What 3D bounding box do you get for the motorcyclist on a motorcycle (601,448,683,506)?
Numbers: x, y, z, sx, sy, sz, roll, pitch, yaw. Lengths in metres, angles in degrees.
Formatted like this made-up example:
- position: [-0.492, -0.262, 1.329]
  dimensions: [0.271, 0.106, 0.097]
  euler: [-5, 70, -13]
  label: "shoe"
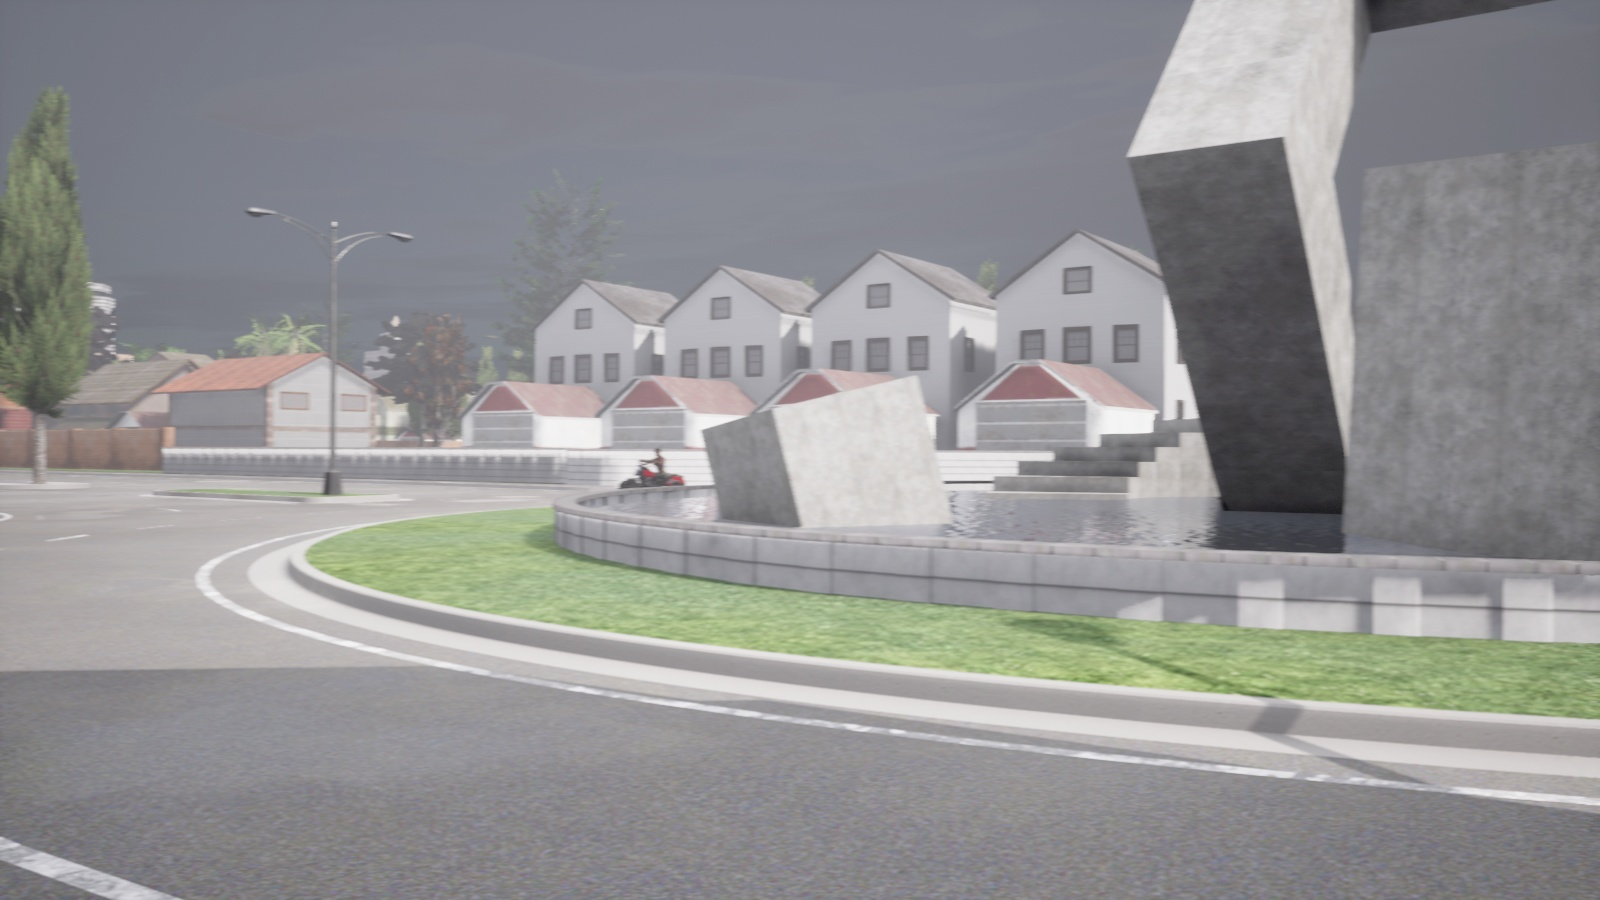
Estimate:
- position: [-4.604, 0.756, 36.754]
  dimensions: [2.350, 1.649, 0.766]
  euler: [0, 1, -42]
  label: "motorcyclist on a motorcycle"
